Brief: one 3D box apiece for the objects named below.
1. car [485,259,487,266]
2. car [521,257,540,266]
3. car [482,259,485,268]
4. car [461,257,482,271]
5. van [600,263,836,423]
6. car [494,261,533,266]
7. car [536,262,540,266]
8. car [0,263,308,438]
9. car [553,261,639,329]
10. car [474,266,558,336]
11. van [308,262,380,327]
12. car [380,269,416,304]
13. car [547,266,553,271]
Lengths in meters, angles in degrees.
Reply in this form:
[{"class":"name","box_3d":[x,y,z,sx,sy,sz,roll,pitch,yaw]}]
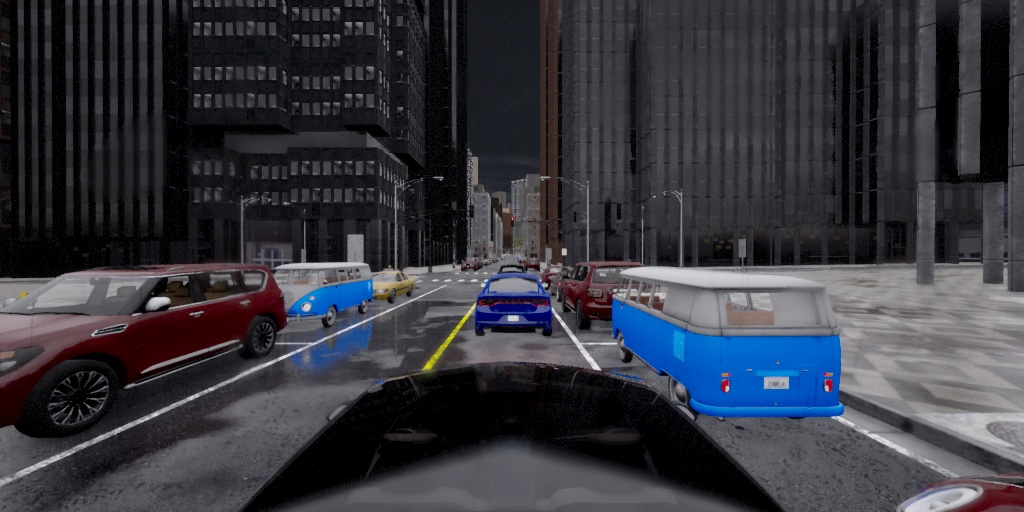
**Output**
[{"class":"car","box_3d":[-5.753,1.349,60.511,1.948,1.339,4.313,0,0,0]},{"class":"car","box_3d":[2.770,1.085,49.214,2.192,1.841,5.009,0,0,0]},{"class":"car","box_3d":[-5.754,1.091,54.869,2.192,1.841,5.009,0,0,0]},{"class":"car","box_3d":[-5.755,1.085,49.225,2.192,1.841,5.009,0,0,0]},{"class":"van","box_3d":[2.767,1.091,5.598,1.690,1.789,3.998,0,0,0]},{"class":"car","box_3d":[0.003,1.257,20.783,1.837,1.490,4.892,0,0,0]},{"class":"car","box_3d":[2.766,1.297,22.174,1.888,1.381,4.507,0,0,0]},{"class":"car","box_3d":[-5.765,1.064,5.612,2.192,1.841,5.009,0,0,0]},{"class":"car","box_3d":[2.767,1.065,11.123,2.192,1.841,5.009,0,0,0]},{"class":"car","box_3d":[0.060,1.228,10.412,1.882,1.535,5.008,0,0,1]},{"class":"van","box_3d":[-5.763,1.091,11.137,1.690,1.789,3.998,0,0,0]},{"class":"car","box_3d":[-5.761,1.276,16.491,1.751,1.417,4.829,0,0,0]},{"class":"car","box_3d":[2.766,1.301,16.649,2.007,1.370,4.403,0,0,0]}]
